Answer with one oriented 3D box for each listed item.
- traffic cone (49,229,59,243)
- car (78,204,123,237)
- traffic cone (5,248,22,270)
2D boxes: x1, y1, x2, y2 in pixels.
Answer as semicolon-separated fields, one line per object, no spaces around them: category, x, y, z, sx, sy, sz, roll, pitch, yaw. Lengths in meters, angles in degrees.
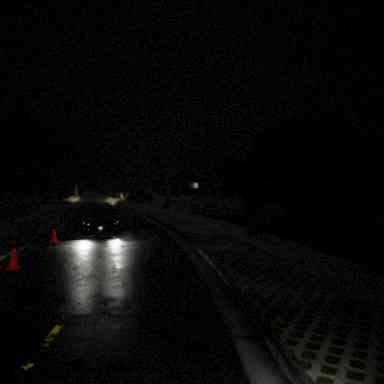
traffic cone;-5.963;1.887;14.366;0.340;0.580;0.340;0;0;-12
car;-4.830;1.419;17.710;1.837;1.490;4.892;0;0;-15
traffic cone;-5.142;1.911;9.591;0.340;0.580;0.340;0;0;-8
